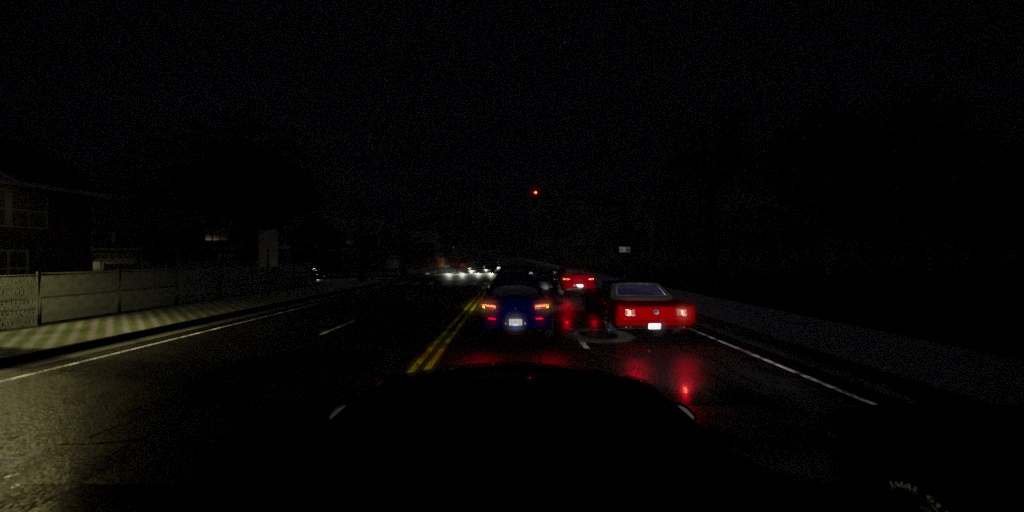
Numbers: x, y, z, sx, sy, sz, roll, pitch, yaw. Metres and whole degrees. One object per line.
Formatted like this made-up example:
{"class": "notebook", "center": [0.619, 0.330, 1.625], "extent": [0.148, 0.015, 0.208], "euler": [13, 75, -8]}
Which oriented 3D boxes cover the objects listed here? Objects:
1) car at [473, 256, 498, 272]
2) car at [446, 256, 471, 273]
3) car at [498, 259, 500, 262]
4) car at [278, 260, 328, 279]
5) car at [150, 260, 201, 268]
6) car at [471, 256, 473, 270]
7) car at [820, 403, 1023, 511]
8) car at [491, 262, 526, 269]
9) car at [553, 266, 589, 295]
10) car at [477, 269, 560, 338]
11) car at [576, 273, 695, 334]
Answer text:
{"class": "car", "center": [-3.302, 0.959, 45.986], "extent": [2.150, 2.045, 5.566], "euler": [0, 0, 1]}
{"class": "car", "center": [-6.564, 1.091, 43.404], "extent": [2.097, 1.767, 4.553], "euler": [0, 0, 0]}
{"class": "car", "center": [-3.298, 1.275, 56.313], "extent": [2.033, 1.411, 5.357], "euler": [0, 0, 0]}
{"class": "car", "center": [-18.192, 1.128, 30.416], "extent": [4.553, 1.767, 2.097], "euler": [0, 0, 0]}
{"class": "car", "center": [-28.436, 1.146, 30.444], "extent": [4.553, 1.767, 2.097], "euler": [0, 0, 0]}
{"class": "car", "center": [-6.547, 0.952, 53.538], "extent": [2.150, 2.045, 5.566], "euler": [0, 0, 0]}
{"class": "car", "center": [3.348, 1.351, 0.631], "extent": [1.895, 1.301, 4.718], "euler": [0, 0, 0]}
{"class": "car", "center": [0.071, 1.254, 19.364], "extent": [1.837, 1.490, 4.892], "euler": [0, 0, 0]}
{"class": "car", "center": [3.323, 1.274, 19.690], "extent": [1.812, 1.442, 4.674], "euler": [0, 0, 0]}
{"class": "car", "center": [0.089, 1.275, 10.102], "extent": [1.812, 1.442, 4.674], "euler": [0, 0, 0]}
{"class": "car", "center": [3.342, 1.350, 10.582], "extent": [1.895, 1.301, 4.718], "euler": [0, 0, 0]}
